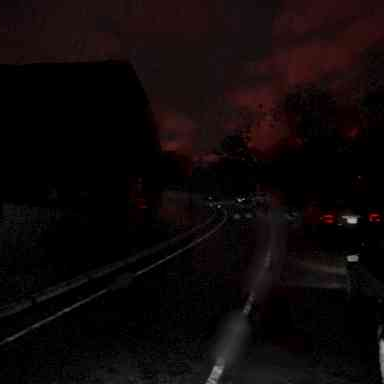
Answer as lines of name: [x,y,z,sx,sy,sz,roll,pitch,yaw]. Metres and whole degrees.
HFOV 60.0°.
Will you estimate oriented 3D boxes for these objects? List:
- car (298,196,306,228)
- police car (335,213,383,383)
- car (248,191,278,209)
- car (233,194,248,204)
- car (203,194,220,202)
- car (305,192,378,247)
car: [7.837,1.052,20.335,2.150,2.045,5.566,-2,0,12]
police car: [3.408,1.345,4.719,1.930,1.638,5.238,-2,0,18]
car: [8.649,0.938,40.062,2.150,2.045,5.566,-1,1,-1]
car: [8.033,1.060,52.684,2.033,1.411,5.357,-1,1,-8]
car: [3.417,1.016,58.197,1.895,1.301,4.718,-1,2,-12]
car: [6.367,1.090,14.346,2.150,2.045,5.566,-2,0,15]
